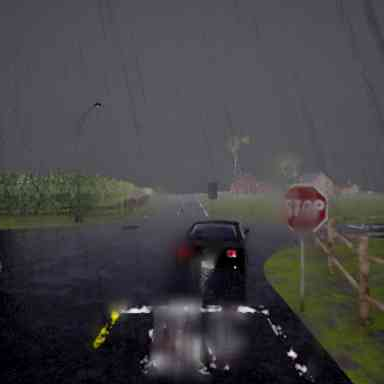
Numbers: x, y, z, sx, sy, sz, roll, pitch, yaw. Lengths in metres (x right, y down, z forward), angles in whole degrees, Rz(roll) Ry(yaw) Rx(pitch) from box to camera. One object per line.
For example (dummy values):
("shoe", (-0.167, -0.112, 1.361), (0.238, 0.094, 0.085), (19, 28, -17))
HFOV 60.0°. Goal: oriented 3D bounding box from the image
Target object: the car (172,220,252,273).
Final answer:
("car", (0.872, 1.535, 10.512), (1.895, 1.301, 4.718), (0, 0, 12))
